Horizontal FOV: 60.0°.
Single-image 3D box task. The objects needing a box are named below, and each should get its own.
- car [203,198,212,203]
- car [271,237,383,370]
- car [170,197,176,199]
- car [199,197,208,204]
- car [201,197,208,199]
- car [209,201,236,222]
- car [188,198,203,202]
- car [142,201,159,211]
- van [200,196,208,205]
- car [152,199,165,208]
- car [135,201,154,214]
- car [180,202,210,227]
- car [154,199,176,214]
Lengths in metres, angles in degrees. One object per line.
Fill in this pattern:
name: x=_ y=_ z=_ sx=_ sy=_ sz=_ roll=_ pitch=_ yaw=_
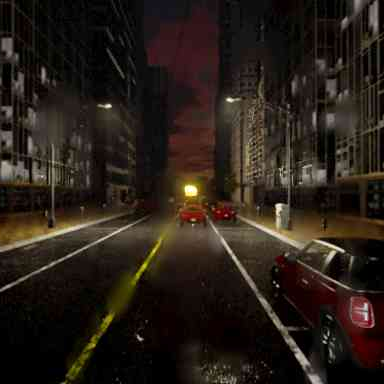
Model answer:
car: x=2.694 y=1.890 z=45.622 sx=1.947 sy=1.339 sz=4.313 roll=0 pitch=0 yaw=0
car: x=2.691 y=1.485 z=5.777 sx=1.967 sy=1.590 sz=4.097 roll=0 pitch=0 yaw=0
car: x=-5.683 y=2.121 z=91.000 sx=1.752 sy=1.417 sz=4.829 roll=0 pitch=0 yaw=0
car: x=2.697 y=1.973 z=79.776 sx=1.967 sy=1.590 sz=4.097 roll=0 pitch=0 yaw=0
car: x=2.695 y=1.962 z=57.006 sx=1.947 sy=1.339 sz=4.313 roll=0 pitch=0 yaw=0
car: x=2.693 y=1.756 z=28.546 sx=1.887 sy=1.381 sz=4.507 roll=0 pitch=0 yaw=0
car: x=0.103 y=1.805 z=42.098 sx=1.837 sy=1.490 sz=4.892 roll=0 pitch=-1 yaw=0
car: x=-5.686 y=1.907 z=45.630 sx=1.802 sy=1.307 sz=4.206 roll=0 pitch=0 yaw=0
van: x=2.697 y=1.841 z=74.085 sx=1.690 sy=1.788 sz=3.998 roll=0 pitch=0 yaw=0
car: x=-5.685 y=1.942 z=57.015 sx=1.887 sy=1.381 sz=4.507 roll=0 pitch=0 yaw=0
car: x=-5.687 y=1.833 z=39.937 sx=1.887 sy=1.381 sz=4.507 roll=0 pitch=0 yaw=0
car: x=0.100 y=1.708 z=24.374 sx=1.812 sy=1.442 sz=4.674 roll=0 pitch=0 yaw=0
car: x=-2.998 y=1.859 z=40.177 sx=2.033 sy=1.411 sz=5.357 roll=0 pitch=0 yaw=0
